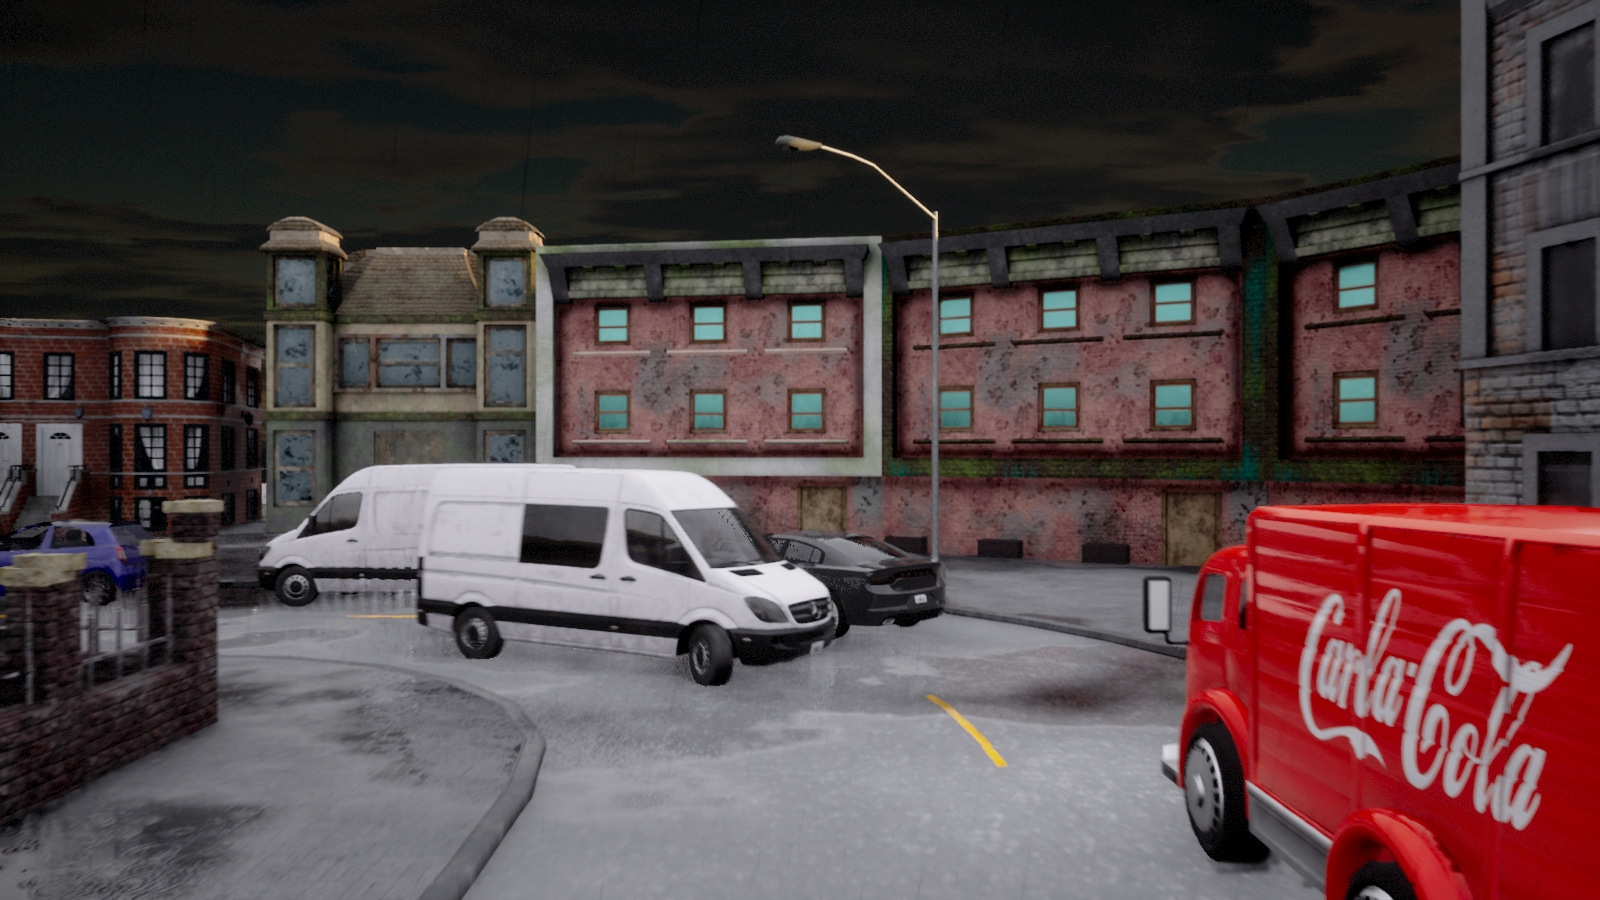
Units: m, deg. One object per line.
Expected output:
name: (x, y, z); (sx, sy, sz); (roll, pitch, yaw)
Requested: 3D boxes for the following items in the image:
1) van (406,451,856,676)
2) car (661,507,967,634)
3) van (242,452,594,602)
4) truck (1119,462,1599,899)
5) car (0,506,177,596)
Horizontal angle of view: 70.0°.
van: (-2.358, 1.317, 15.290); (5.915, 2.561, 1.988); (0, -1, 28)
car: (0.083, 1.816, 18.590); (2.097, 1.535, 5.006); (0, 0, -43)
van: (-6.976, 1.316, 21.067); (5.915, 2.561, 1.988); (0, 0, 10)
truck: (3.852, 1.331, 6.366); (2.627, 2.467, 5.204); (0, -1, -1)
car: (-13.782, 1.818, 21.012); (3.633, 1.501, 1.845); (0, 0, -1)
